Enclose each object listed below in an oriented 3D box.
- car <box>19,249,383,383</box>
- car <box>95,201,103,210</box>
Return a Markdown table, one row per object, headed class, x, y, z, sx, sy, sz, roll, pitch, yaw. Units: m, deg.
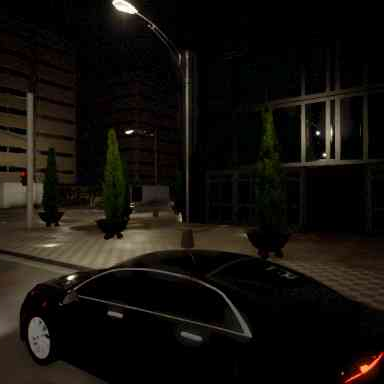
| class | x | y | z | sx | sy | sz | roll | pitch | yaw |
| --- | --- | --- | --- | --- | --- | --- | --- | --- | --- |
| car | -0.267 | 1.505 | 4.183 | 4.892 | 1.490 | 1.837 | 0 | 0 | 36 |
| car | -10.340 | 1.408 | 43.270 | 2.097 | 1.767 | 4.553 | 0 | 0 | 35 |
